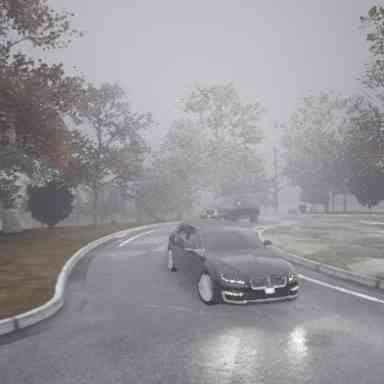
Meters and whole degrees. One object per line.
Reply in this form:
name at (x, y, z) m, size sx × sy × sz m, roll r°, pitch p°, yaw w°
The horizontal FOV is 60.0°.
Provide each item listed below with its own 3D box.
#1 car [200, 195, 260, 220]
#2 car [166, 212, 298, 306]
car at (2.825, 1.258, 23.842) m, size 2.150 × 2.045 × 5.566 m, roll 0°, pitch 1°, yaw 39°
car at (0.671, 1.515, 8.353) m, size 1.837 × 1.490 × 4.892 m, roll 0°, pitch 1°, yaw -18°
